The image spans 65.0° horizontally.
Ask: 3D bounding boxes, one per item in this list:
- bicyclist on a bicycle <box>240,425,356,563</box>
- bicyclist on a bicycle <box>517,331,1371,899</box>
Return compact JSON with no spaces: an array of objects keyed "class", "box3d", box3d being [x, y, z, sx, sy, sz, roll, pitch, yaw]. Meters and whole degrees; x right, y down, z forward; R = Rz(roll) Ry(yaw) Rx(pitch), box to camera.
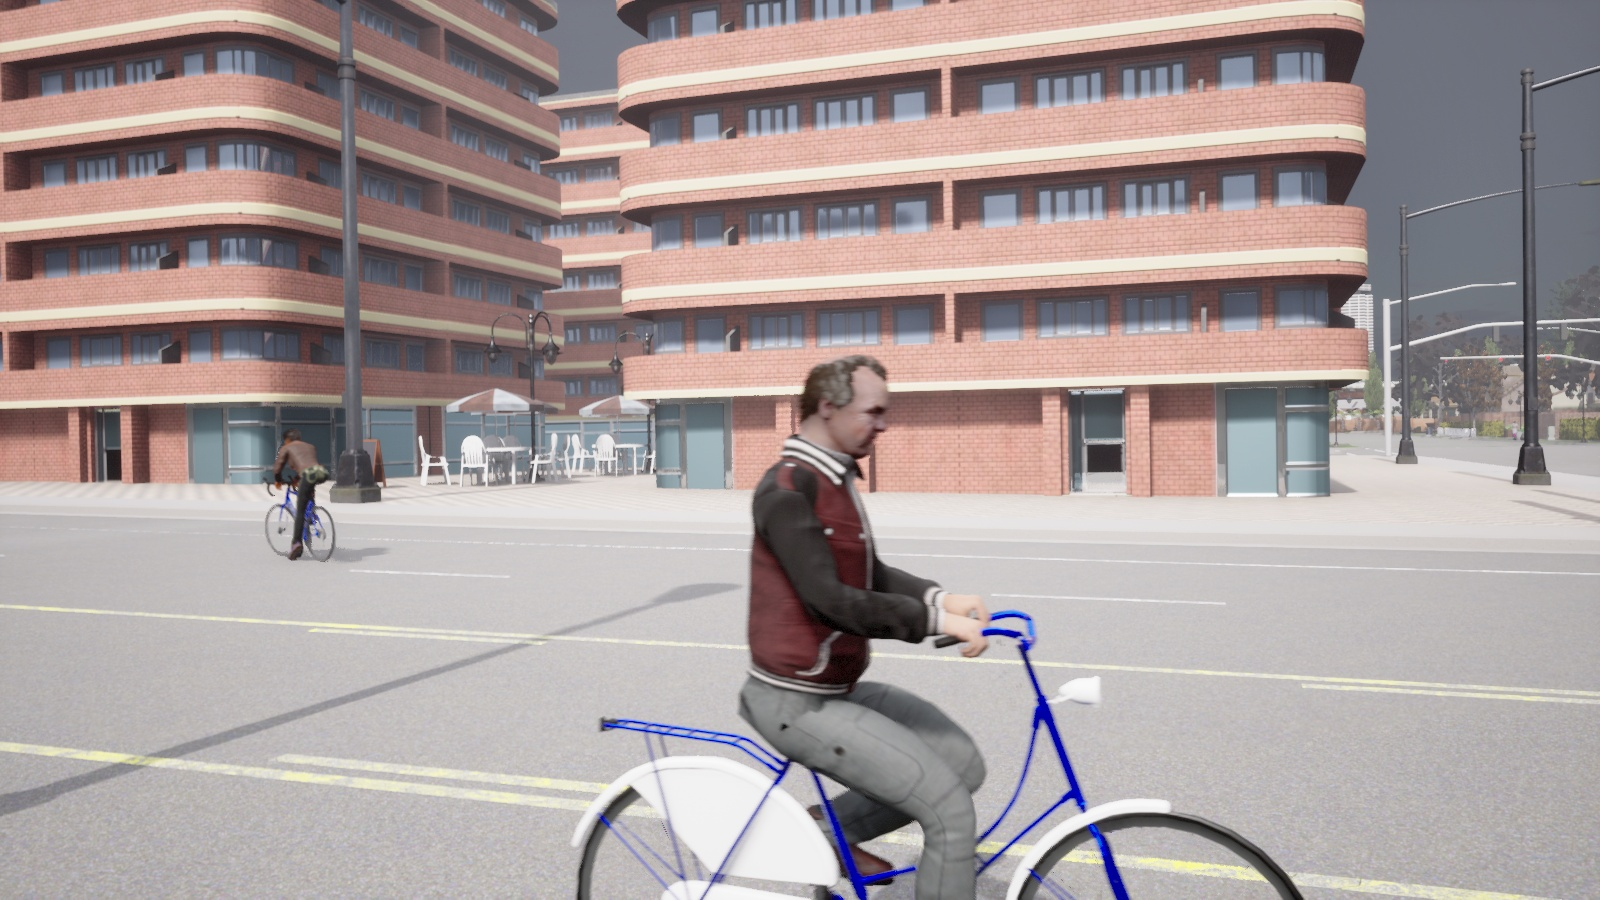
[{"class":"bicyclist on a bicycle","box3d":[-6.218,0.507,15.518,1.656,1.620,0.582,1,2,40]},{"class":"bicyclist on a bicycle","box3d":[0.310,0.651,3.004,1.843,1.776,0.659,0,1,18]}]
